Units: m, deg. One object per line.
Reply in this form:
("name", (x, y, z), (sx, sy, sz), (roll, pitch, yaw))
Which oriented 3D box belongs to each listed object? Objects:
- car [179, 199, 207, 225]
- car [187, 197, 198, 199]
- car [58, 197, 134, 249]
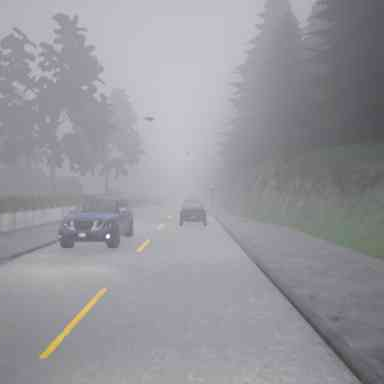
("car", (0.074, 1.522, 24.813), (1.882, 1.535, 5.008), (0, 0, 0))
("car", (0.036, 1.427, 42.282), (2.097, 1.767, 4.553), (0, 0, 0))
("car", (-4.062, 1.250, 15.123), (2.150, 2.045, 5.566), (0, 0, 0))
